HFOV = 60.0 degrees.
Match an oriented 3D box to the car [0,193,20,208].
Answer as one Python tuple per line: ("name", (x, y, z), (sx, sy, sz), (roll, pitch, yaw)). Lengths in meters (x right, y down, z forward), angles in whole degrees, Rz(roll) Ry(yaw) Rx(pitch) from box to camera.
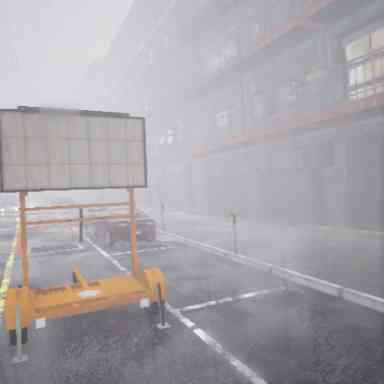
("car", (-23.703, 1.215, 43.470), (1.812, 1.442, 4.674), (-3, 2, -26))

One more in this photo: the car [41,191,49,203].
("car", (-22.636, 0.970, 53.285), (1.887, 1.381, 4.507), (-1, 1, -26))

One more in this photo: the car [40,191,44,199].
("car", (-25.101, 0.939, 58.235), (1.887, 1.381, 4.507), (-1, 1, -26))

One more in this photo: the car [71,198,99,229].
("car", (-5.452, 1.211, 18.784), (1.752, 1.417, 4.829), (-1, 1, -26))

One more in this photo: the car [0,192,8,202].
("car", (-37.111, 0.969, 64.680), (2.192, 1.841, 5.009), (-1, 1, -26))

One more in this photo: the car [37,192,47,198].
("car", (-37.462, 0.703, 82.975), (1.967, 1.590, 4.097), (-1, 1, -26))

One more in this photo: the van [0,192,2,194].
("van", (-29.715, 1.083, 49.829), (1.690, 1.788, 3.998), (-1, 1, -26))

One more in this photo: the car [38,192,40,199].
("car", (-27.562, 0.805, 63.189), (1.967, 1.590, 4.097), (-1, 1, -26))

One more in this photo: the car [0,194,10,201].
("car", (-42.040, 1.168, 74.585), (1.947, 1.339, 4.313), (-1, 1, -26))

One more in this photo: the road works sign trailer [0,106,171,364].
("road works sign trailer", (-2.005, 0.360, 5.952), (2.380, 3.560, 2.880), (-3, 2, -26))

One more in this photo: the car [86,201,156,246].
("car", (-2.910, 1.275, 13.681), (1.887, 1.381, 4.507), (-1, 1, -26))

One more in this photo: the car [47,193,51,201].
("car", (-15.239, 1.079, 38.434), (2.008, 1.369, 4.403), (-1, 1, -26))

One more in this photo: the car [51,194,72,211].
("car", (-12.773, 1.112, 33.482), (1.887, 1.381, 4.507), (-1, 1, -26))
